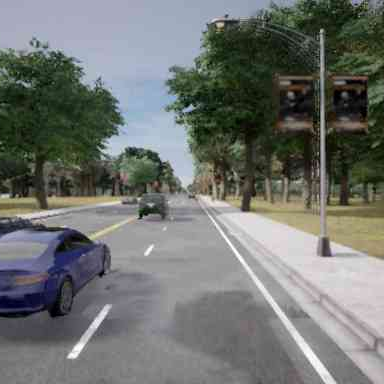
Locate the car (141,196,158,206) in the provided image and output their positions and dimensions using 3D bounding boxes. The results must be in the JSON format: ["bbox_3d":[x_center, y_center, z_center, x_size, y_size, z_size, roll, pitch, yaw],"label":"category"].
[{"bbox_3d":[-6.588,1.434,52.291,2.033,1.411,5.357,0,0,0],"label":"car"}]

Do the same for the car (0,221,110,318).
[{"bbox_3d":[-3.156,1.507,7.275,1.812,1.442,4.674,0,0,0],"label":"car"}]

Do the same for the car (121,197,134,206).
[{"bbox_3d":[-9.835,1.434,52.699,2.033,1.411,5.357,0,0,0],"label":"car"}]

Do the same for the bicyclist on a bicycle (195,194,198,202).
[{"bbox_3d":[0.865,1.226,70.277,0.659,1.776,1.843,0,0,0],"label":"bicyclist on a bicycle"}]

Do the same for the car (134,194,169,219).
[{"bbox_3d":[-3.172,1.151,28.167,2.150,2.045,5.566,0,0,0],"label":"car"}]

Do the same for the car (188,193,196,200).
[{"bbox_3d":[-0.036,1.048,87.780,2.097,1.767,4.553,0,0,0],"label":"car"}]

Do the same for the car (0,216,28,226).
[{"bbox_3d":[-6.604,1.519,10.816,2.033,1.411,5.357,0,0,0],"label":"car"}]

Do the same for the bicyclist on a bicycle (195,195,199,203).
[{"bbox_3d":[0.862,1.308,61.380,0.866,1.612,1.509,0,0,1],"label":"bicyclist on a bicycle"}]
